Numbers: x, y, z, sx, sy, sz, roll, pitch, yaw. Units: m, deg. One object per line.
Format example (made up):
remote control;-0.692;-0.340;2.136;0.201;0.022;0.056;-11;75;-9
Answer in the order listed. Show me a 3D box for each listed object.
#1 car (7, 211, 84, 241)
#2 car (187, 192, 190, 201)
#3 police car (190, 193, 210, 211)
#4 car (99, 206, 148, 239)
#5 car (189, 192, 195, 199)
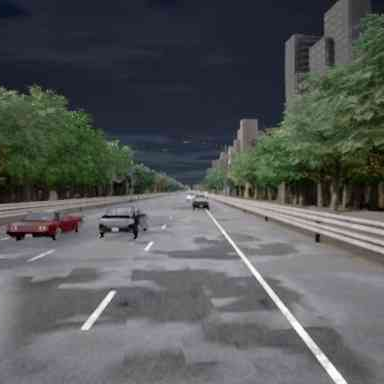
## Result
car;-6.904;1.558;16.293;1.895;1.301;4.718;0;0;0
car;-0.025;1.006;74.326;2.150;2.045;5.566;0;0;0
police car;1.037;1.318;39.478;1.930;1.638;5.238;0;0;0
car;-3.407;1.447;17.195;2.128;1.511;4.902;0;0;0
car;1.033;1.216;49.338;2.097;1.767;4.553;0;0;0
